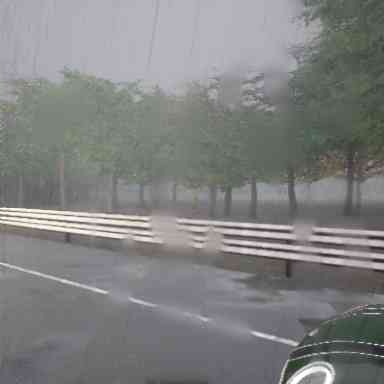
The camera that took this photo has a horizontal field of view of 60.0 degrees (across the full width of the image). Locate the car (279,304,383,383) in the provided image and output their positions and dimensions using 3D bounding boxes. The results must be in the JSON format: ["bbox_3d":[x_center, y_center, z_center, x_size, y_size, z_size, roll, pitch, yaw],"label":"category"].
[{"bbox_3d":[2.796,1.354,1.895,4.553,1.767,2.097,0,0,35],"label":"car"}]
